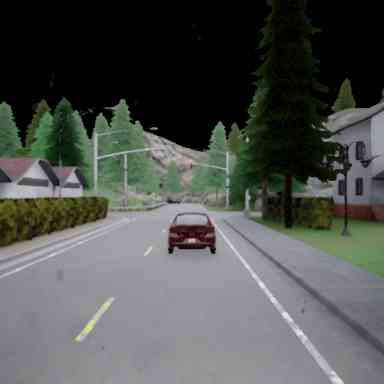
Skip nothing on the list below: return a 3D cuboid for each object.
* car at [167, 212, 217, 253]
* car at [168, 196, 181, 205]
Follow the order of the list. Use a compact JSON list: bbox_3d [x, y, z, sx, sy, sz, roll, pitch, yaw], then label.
[{"bbox_3d":[0.002,1.616,14.485,1.882,1.535,5.008,0,0,0],"label":"car"},{"bbox_3d":[-4.280,1.976,79.554,2.150,2.045,5.566,0,-1,-16],"label":"car"}]
